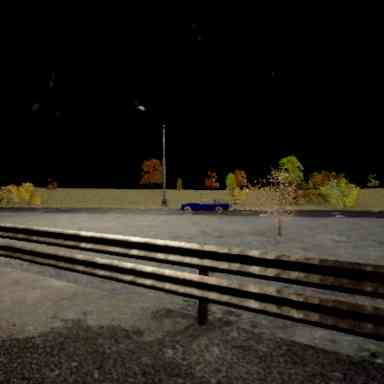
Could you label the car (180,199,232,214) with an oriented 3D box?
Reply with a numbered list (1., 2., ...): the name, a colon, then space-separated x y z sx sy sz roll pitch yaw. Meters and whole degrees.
1. car: 1.272 1.311 30.944 4.718 1.301 1.895 0 0 14
